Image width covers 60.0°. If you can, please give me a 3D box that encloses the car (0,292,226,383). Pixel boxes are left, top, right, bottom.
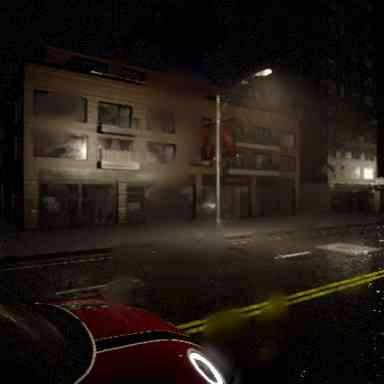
[{"bbox_3d":[-1.872,1.349,2.103,4.553,1.767,2.097,0,0,-36],"label":"car"}]
